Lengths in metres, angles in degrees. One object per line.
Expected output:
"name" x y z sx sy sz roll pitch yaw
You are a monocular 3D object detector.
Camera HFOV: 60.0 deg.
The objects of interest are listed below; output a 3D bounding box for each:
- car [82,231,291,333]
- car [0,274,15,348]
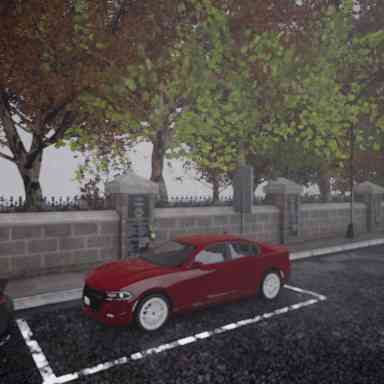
"car" 0.104 1.547 6.779 4.507 1.381 1.887 0 0 -35
"car" -4.385 1.550 3.531 4.403 1.369 2.008 0 0 -35
